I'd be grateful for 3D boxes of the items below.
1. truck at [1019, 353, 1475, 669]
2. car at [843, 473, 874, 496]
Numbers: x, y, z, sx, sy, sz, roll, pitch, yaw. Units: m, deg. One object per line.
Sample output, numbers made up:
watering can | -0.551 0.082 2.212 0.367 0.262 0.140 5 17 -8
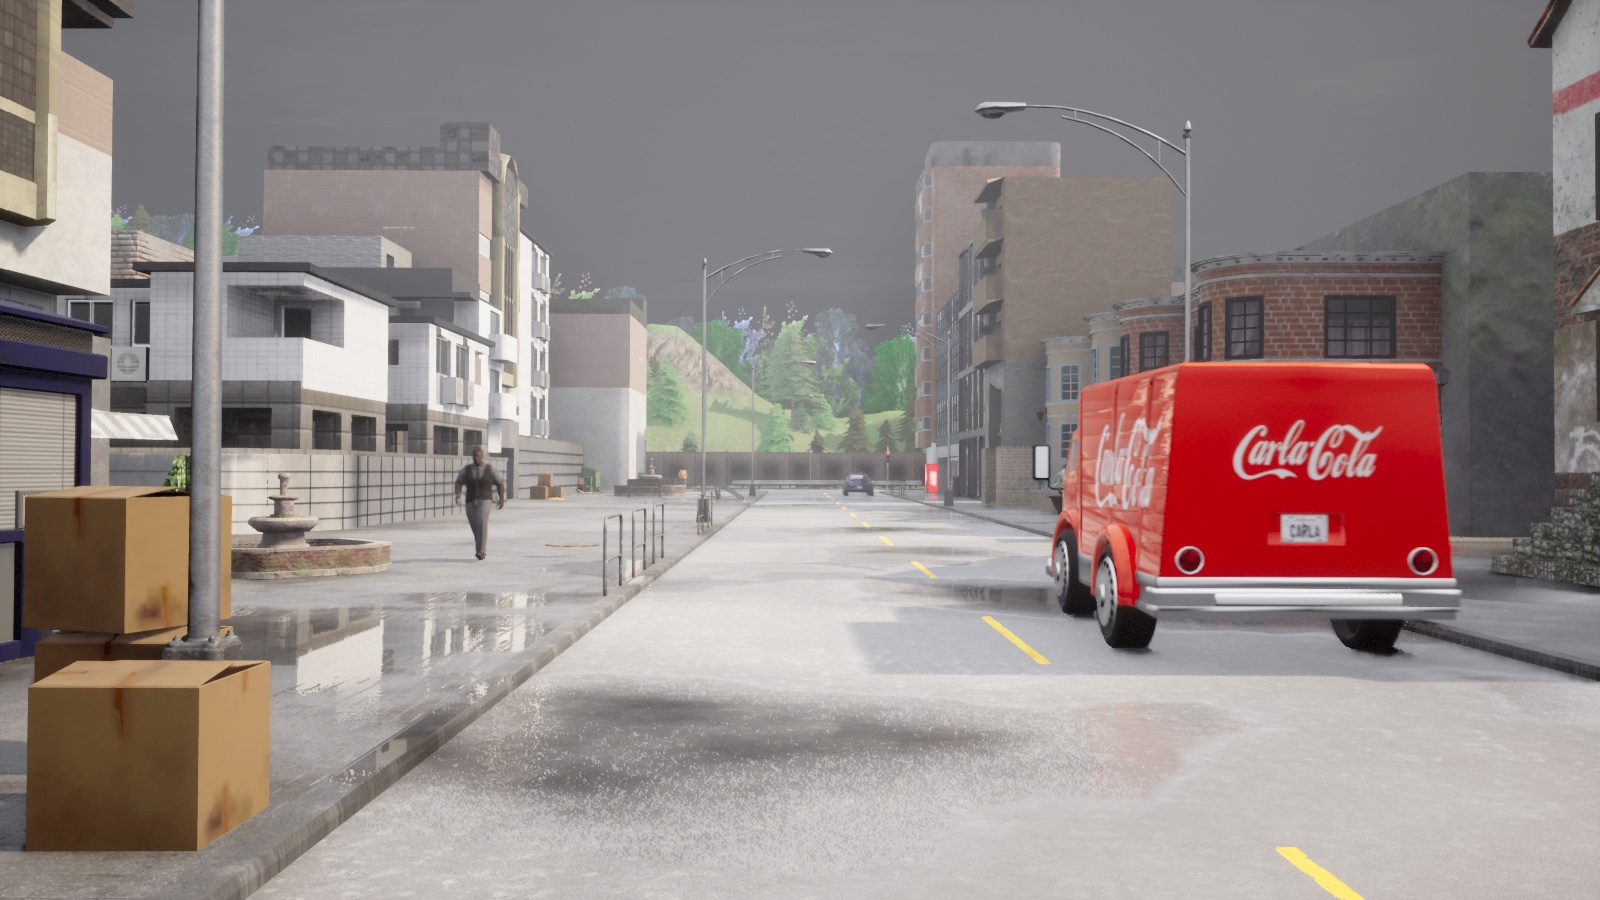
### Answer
truck | 3.956 0.520 12.441 2.627 2.467 5.204 0 -1 0
car | 3.738 2.182 80.961 1.812 1.442 4.674 0 -1 0
